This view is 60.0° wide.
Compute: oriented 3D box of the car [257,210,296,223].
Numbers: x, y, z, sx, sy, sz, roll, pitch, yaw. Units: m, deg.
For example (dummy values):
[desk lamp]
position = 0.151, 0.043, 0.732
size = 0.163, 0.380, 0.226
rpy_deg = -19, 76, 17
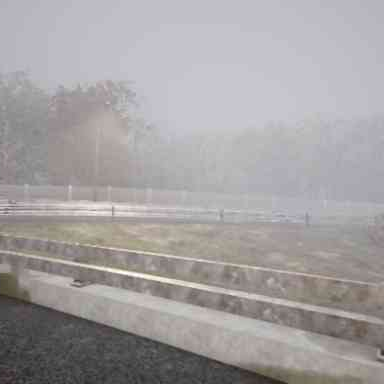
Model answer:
[car]
position = 9.987, 2.835, 39.432
size = 4.902, 1.511, 2.128
rpy_deg = 4, -1, -21
